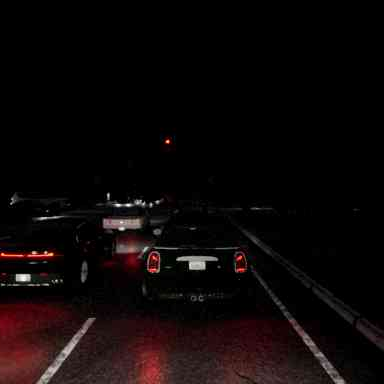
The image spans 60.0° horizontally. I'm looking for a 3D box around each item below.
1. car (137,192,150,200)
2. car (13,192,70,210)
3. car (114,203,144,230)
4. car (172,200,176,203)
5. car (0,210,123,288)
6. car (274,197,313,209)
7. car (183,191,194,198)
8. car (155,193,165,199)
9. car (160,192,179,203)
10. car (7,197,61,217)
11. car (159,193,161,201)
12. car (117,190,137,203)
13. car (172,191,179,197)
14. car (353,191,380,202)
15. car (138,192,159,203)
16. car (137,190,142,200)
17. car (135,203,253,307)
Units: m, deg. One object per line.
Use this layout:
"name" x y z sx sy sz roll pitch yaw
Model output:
"car" -10.732 0.894 73.537 2.128 1.511 4.902 0 1 -1
"car" -15.367 0.974 33.847 5.566 2.045 2.150 0 1 -3
"car" -3.435 1.487 18.466 1.895 1.301 4.718 0 1 0
"car" 0.061 1.388 17.289 2.128 1.511 4.902 0 0 1
"car" -3.415 1.468 9.145 1.837 1.490 4.892 0 0 0
"car" 12.126 1.306 39.167 4.718 1.301 1.895 0 1 -3
"car" -0.680 0.707 86.096 1.812 1.442 4.674 0 1 -4
"car" -7.301 0.870 76.515 2.033 1.411 5.357 0 1 -1
"car" -3.549 1.056 53.625 1.882 1.535 5.008 0 1 1
"car" -13.472 1.368 27.889 4.181 1.385 1.994 0 0 27
"car" -7.171 1.005 66.088 2.033 1.411 5.357 0 1 1
"car" -10.695 0.928 53.872 2.097 1.767 4.553 0 0 0
"car" -4.382 0.641 89.337 1.837 1.490 4.892 0 1 -4
"car" 21.877 0.922 39.734 5.566 2.045 2.150 0 1 -3
"car" -7.200 1.105 56.020 2.033 1.411 5.357 0 1 0
"car" -10.681 0.709 63.313 2.150 2.045 5.566 0 1 0
"car" 0.088 1.323 8.092 2.097 1.767 4.553 0 0 0
